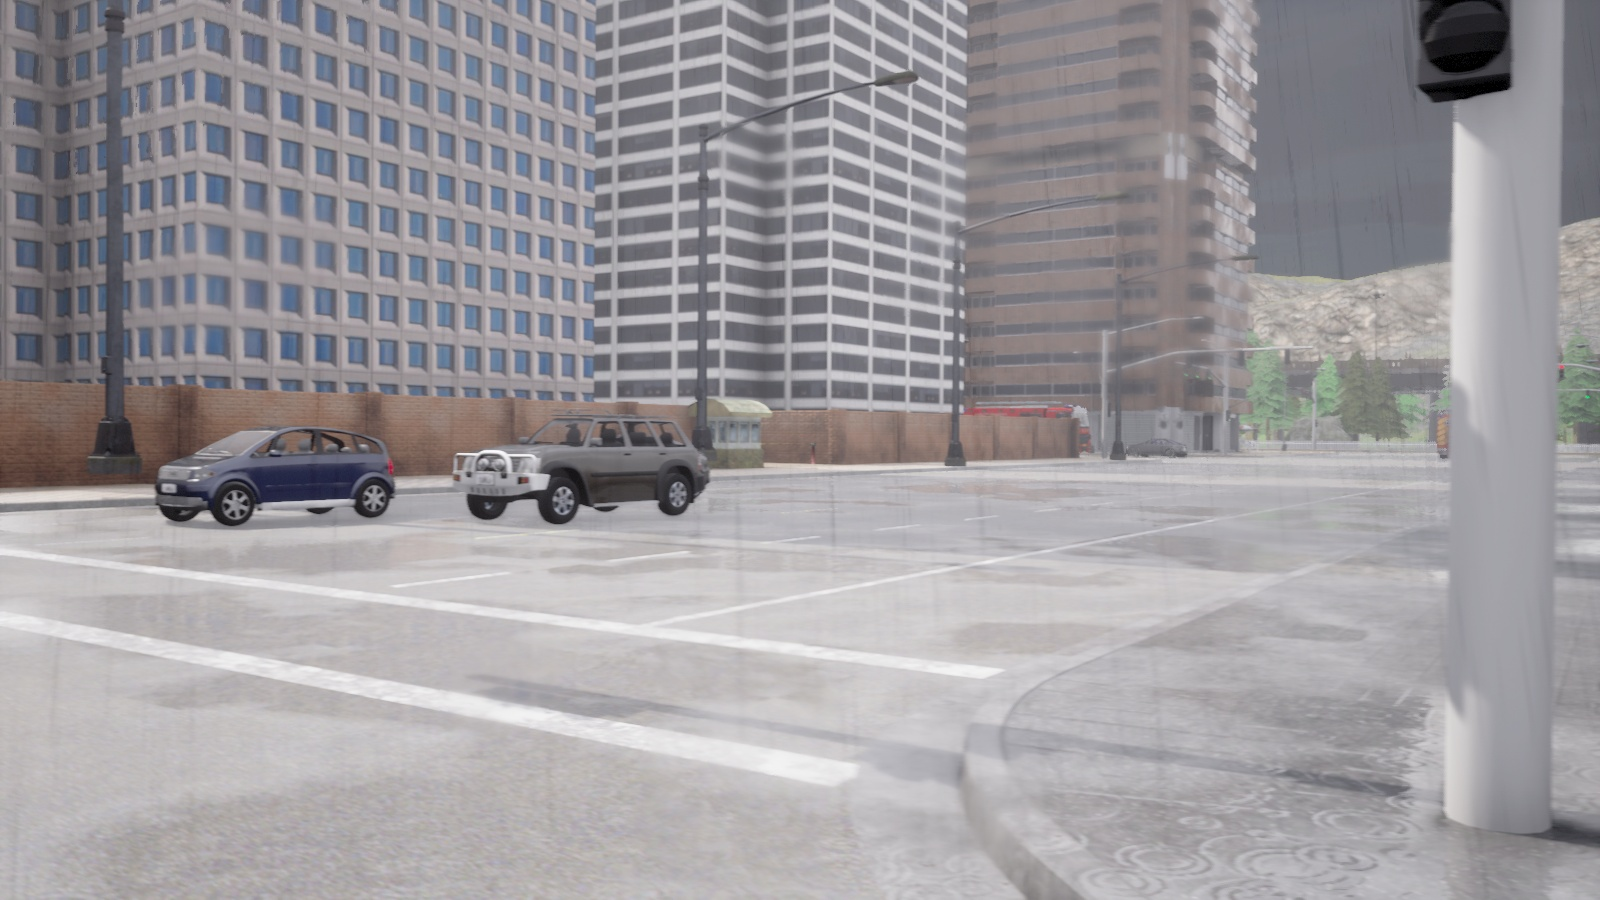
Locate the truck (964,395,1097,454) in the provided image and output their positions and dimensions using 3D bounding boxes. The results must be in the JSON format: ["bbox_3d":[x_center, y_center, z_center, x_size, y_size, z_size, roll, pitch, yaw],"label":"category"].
[{"bbox_3d":[15.663,-1.689,85.662,8.468,3.827,2.891,0,1,34],"label":"truck"}]

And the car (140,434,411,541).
[{"bbox_3d":[-8.479,0.536,20.563,1.789,1.549,3.705,0,1,34],"label":"car"}]

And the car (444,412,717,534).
[{"bbox_3d":[-3.612,0.311,21.524,1.932,1.855,4.605,0,1,34],"label":"car"}]

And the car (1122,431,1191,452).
[{"bbox_3d":[24.922,-0.585,87.830,4.181,1.385,1.994,0,1,38],"label":"car"}]

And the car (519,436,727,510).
[{"bbox_3d":[-3.764,0.445,27.540,1.812,1.442,4.674,0,1,34],"label":"car"}]
